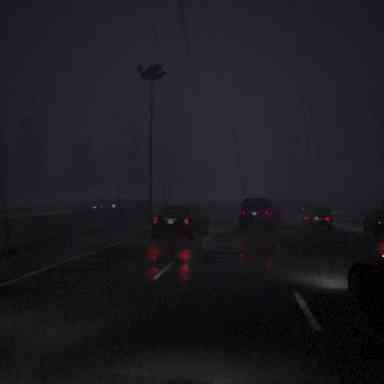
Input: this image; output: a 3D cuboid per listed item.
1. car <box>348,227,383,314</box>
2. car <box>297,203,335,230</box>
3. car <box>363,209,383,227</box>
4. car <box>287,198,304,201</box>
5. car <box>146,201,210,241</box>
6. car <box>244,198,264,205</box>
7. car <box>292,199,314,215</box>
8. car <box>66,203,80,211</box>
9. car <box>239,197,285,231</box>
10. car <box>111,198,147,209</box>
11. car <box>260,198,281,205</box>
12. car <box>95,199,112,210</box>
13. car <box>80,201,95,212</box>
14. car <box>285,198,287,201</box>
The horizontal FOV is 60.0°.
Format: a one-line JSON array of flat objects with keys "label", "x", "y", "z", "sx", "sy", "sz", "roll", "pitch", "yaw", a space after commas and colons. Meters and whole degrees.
[{"label": "car", "x": 4.083, "y": 1.574, "z": 5.242, "sx": 1.812, "sy": 1.442, "sz": 4.674, "roll": 0, "pitch": 0, "yaw": 6}, {"label": "car", "x": 8.663, "y": 1.709, "z": 22.737, "sx": 2.033, "sy": 1.411, "sz": 5.357, "roll": 0, "pitch": 0, "yaw": 23}, {"label": "car", "x": 10.793, "y": 1.675, "z": 18.437, "sx": 1.812, "sy": 1.442, "sz": 4.674, "roll": 0, "pitch": 0, "yaw": 19}, {"label": "car", "x": 20.992, "y": 1.950, "z": 64.322, "sx": 4.674, "sy": 1.442, "sz": 1.812, "roll": 0, "pitch": 0, "yaw": -36}, {"label": "car", "x": -0.460, "y": 1.442, "z": 17.680, "sx": 2.097, "sy": 1.767, "sz": 4.553, "roll": 0, "pitch": 0, "yaw": 15}, {"label": "car", "x": 13.375, "y": 1.989, "z": 71.745, "sx": 4.181, "sy": 1.385, "sz": 1.994, "roll": 1, "pitch": 0, "yaw": -37}, {"label": "car", "x": 13.038, "y": 1.822, "z": 37.102, "sx": 1.994, "sy": 1.385, "sz": 4.181, "roll": 0, "pitch": 0, "yaw": 36}, {"label": "car", "x": -13.286, "y": 1.752, "z": 41.624, "sx": 1.895, "sy": 1.301, "sz": 4.718, "roll": 0, "pitch": 0, "yaw": 29}, {"label": "car", "x": 4.567, "y": 1.360, "z": 21.783, "sx": 2.150, "sy": 2.045, "sz": 5.566, "roll": 0, "pitch": 0, "yaw": 20}, {"label": "car", "x": -5.573, "y": 1.653, "z": 33.731, "sx": 1.837, "sy": 1.490, "sz": 4.892, "roll": 0, "pitch": -1, "yaw": 27}, {"label": "car", "x": 16.463, "y": 1.954, "z": 69.677, "sx": 4.674, "sy": 1.442, "sz": 1.812, "roll": 1, "pitch": 0, "yaw": -37}, {"label": "car", "x": -8.000, "y": 1.503, "z": 36.613, "sx": 2.097, "sy": 1.767, "sz": 4.553, "roll": 0, "pitch": 0, "yaw": 29}, {"label": "car", "x": -10.417, "y": 1.659, "z": 39.502, "sx": 1.837, "sy": 1.490, "sz": 4.892, "roll": 0, "pitch": 0, "yaw": 29}, {"label": "car", "x": 18.547, "y": 1.966, "z": 66.865, "sx": 5.357, "sy": 1.411, "sz": 2.033, "roll": 1, "pitch": 0, "yaw": -37}]
